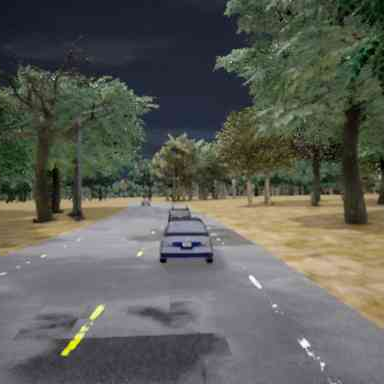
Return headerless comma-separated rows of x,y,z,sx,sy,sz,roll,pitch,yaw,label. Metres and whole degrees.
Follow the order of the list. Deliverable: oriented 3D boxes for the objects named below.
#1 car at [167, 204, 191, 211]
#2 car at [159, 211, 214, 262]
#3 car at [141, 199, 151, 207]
-1.111,1.759,28.658,2.128,1.511,4.902,0,0,-4,car
-0.230,1.669,12.658,2.033,1.411,5.357,0,-1,-2,car
-9.059,2.063,64.728,1.837,1.490,4.892,0,0,-9,car
